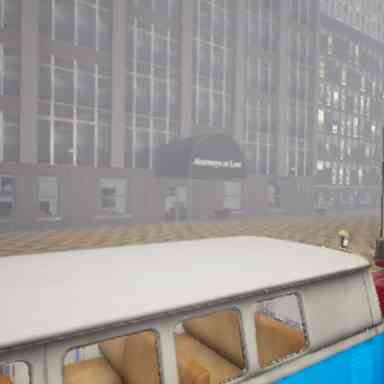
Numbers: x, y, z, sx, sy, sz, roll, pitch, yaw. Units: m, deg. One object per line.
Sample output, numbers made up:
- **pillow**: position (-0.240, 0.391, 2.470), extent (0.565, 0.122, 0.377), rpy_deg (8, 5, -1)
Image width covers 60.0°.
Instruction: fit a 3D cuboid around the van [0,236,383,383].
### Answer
- **van**: position (-0.371, 1.297, 2.236), extent (3.998, 1.788, 1.690), rpy_deg (0, 1, -34)
